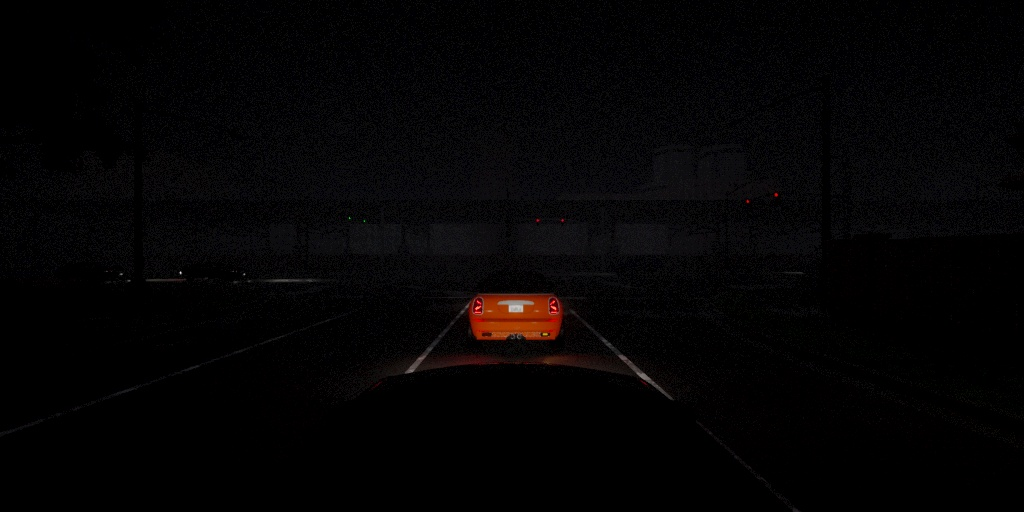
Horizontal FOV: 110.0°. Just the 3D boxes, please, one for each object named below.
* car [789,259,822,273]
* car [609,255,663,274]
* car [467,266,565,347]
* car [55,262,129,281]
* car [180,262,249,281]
[{"bbox_3d":[33.223,1.047,38.782,5.357,1.411,2.033,-1,0,1],"label":"car"},{"bbox_3d":[13.525,0.921,39.279,5.566,2.045,2.150,0,0,1],"label":"car"},{"bbox_3d":[0.081,1.103,9.502,2.097,1.767,4.553,0,0,0],"label":"car"},{"bbox_3d":[-34.853,1.241,29.842,4.902,1.511,2.128,0,0,2],"label":"car"},{"bbox_3d":[-24.460,1.241,29.537,4.902,1.511,2.128,0,0,1],"label":"car"}]
